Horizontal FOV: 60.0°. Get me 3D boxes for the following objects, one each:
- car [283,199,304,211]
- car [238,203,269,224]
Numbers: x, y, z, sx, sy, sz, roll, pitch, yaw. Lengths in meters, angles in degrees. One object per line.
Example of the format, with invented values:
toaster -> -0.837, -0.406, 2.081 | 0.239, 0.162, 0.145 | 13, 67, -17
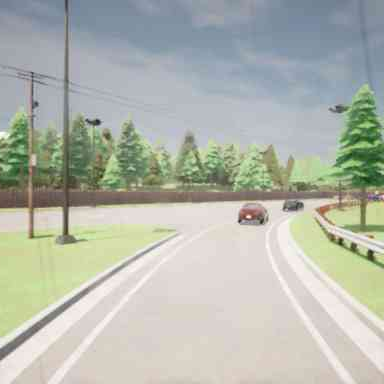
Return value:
car -> 12.926, 1.575, 42.222 | 2.128, 1.511, 4.902 | 0, 0, 31
car -> 4.705, 1.568, 25.339 | 1.812, 1.442, 4.674 | 0, 0, 19
